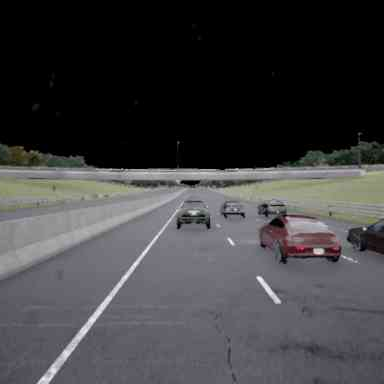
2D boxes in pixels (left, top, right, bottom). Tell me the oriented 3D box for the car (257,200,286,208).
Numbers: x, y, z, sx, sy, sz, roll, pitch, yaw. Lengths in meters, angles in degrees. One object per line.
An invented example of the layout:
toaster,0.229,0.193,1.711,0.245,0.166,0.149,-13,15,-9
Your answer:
car,7.104,1.470,29.929,2.128,1.511,4.902,0,0,0

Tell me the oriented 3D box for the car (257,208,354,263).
car,3.615,1.518,11.769,1.812,1.442,4.674,0,0,0

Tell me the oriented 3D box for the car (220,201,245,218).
car,3.604,1.527,30.139,2.033,1.411,5.357,0,0,0

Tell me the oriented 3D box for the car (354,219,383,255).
car,7.102,1.540,10.876,2.033,1.411,5.357,0,0,0

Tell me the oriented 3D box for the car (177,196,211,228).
car,0.103,1.338,22.260,2.097,1.767,4.553,0,0,0

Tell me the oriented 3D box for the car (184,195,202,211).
car,0.105,1.315,41.332,2.097,1.767,4.553,0,0,0
